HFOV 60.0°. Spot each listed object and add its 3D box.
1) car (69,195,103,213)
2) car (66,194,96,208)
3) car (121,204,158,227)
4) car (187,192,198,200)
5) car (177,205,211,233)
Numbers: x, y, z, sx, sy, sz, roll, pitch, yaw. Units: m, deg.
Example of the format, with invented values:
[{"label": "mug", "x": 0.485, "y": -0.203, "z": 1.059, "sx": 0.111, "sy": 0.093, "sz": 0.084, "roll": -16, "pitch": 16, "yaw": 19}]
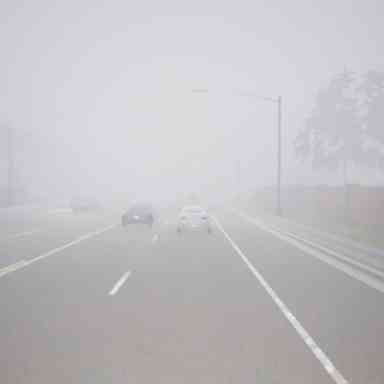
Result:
[{"label": "car", "x": -10.527, "y": 1.256, "z": 33.678, "sx": 1.882, "sy": 1.535, "sz": 5.008, "roll": 0, "pitch": 1, "yaw": 1}, {"label": "car", "x": -13.989, "y": 1.103, "z": 42.238, "sx": 2.128, "sy": 1.511, "sz": 4.902, "roll": 0, "pitch": 1, "yaw": 0}, {"label": "car", "x": -3.394, "y": 1.487, "z": 22.257, "sx": 1.994, "sy": 1.385, "sz": 4.181, "roll": 0, "pitch": 0, "yaw": 0}, {"label": "car", "x": 0.120, "y": 0.731, "z": 59.499, "sx": 2.033, "sy": 1.411, "sz": 5.357, "roll": 0, "pitch": 1, "yaw": 0}, {"label": "car", "x": 0.106, "y": 1.470, "z": 19.167, "sx": 1.812, "sy": 1.442, "sz": 4.674, "roll": 0, "pitch": 0, "yaw": 0}]
